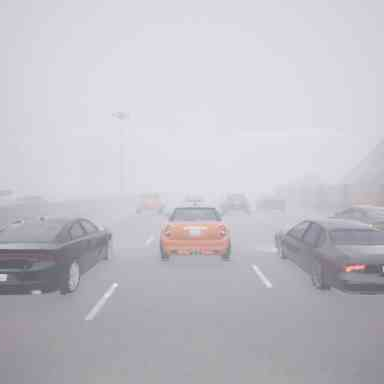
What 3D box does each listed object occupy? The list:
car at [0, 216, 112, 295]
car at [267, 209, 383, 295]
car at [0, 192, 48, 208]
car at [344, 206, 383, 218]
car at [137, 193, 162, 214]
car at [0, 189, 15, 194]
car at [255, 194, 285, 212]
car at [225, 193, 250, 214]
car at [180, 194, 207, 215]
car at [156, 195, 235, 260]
[{"bbox_3d":[-3.402,1.332,8.392,1.882,1.535,5.008,0,1,0],"label":"car"},{"bbox_3d":[3.599,1.399,8.550,2.033,1.411,5.357,0,1,0],"label":"car"},{"bbox_3d":[-14.095,1.014,28.601,1.837,1.490,4.892,0,1,0],"label":"car"},{"bbox_3d":[7.097,1.289,13.715,1.812,1.442,4.674,0,1,0],"label":"car"},{"bbox_3d":[-3.408,0.861,28.608,2.097,1.767,4.553,0,1,0],"label":"car"},{"bbox_3d":[-17.602,0.722,29.299,2.150,2.045,5.566,0,1,0],"label":"car"},{"bbox_3d":[7.092,0.955,30.482,1.882,1.535,5.008,0,1,0],"label":"car"},{"bbox_3d":[3.592,0.861,28.600,2.097,1.767,4.553,0,1,0],"label":"car"},{"bbox_3d":[0.092,0.996,28.887,2.128,1.511,4.902,0,1,0],"label":"car"},{"bbox_3d":[0.098,1.151,11.645,2.097,1.767,4.553,0,1,0],"label":"car"}]
